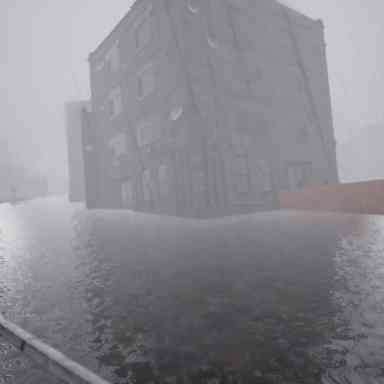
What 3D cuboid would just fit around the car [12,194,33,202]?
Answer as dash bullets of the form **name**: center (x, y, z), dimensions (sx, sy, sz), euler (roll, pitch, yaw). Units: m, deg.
- **car**: center (-29.653, 1.040, 58.114), dimensions (1.895, 1.301, 4.718), euler (-4, 3, -5)
